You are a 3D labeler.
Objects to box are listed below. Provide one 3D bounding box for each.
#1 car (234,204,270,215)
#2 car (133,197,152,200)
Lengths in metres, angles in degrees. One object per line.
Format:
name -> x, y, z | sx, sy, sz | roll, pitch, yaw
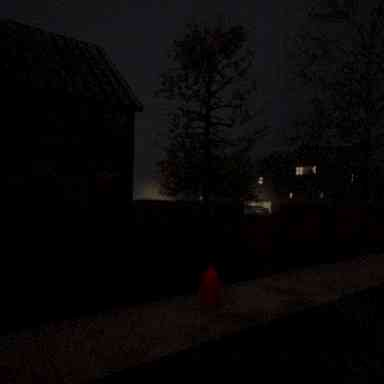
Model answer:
car -> 5.200, 1.852, 31.214 | 1.812, 1.442, 4.674 | 2, -2, -35
car -> -7.765, 1.819, 49.774 | 2.150, 2.045, 5.566 | 2, -1, -34
